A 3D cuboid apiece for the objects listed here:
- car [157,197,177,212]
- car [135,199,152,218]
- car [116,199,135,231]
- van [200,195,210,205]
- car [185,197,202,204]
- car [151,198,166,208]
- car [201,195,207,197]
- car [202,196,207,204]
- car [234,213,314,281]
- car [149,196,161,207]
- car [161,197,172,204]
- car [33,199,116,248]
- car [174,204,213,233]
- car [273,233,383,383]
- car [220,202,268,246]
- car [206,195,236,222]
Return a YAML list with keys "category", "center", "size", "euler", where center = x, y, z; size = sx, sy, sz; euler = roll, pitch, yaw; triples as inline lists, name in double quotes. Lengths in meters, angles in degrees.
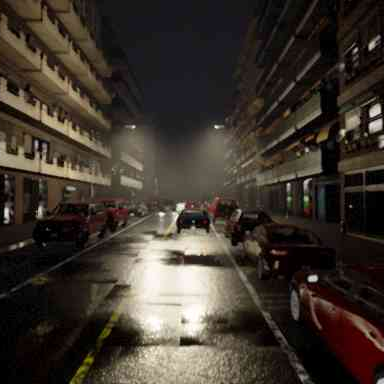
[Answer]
- category: "car"
  center: [-2.805, 1.648, 40.092]
  size: [1.812, 1.442, 4.674]
  euler: [0, 0, 0]
- category: "car"
  center: [-5.341, 1.657, 31.902]
  size: [1.947, 1.339, 4.313]
  euler: [1, 0, 0]
- category: "car"
  center: [-5.319, 1.370, 20.840]
  size: [2.192, 1.841, 5.009]
  euler: [1, 0, 0]
- category: "van"
  center: [2.464, 1.587, 65.042]
  size: [1.690, 1.788, 3.998]
  euler: [1, 0, 0]
- category: "car"
  center: [0.044, 1.694, 42.050]
  size: [1.994, 1.385, 4.181]
  euler: [0, 0, 0]
- category: "car"
  center: [-5.371, 1.731, 54.023]
  size: [1.887, 1.381, 4.507]
  euler: [1, 0, 0]
- category: "car"
  center: [2.472, 1.530, 59.511]
  size: [2.192, 1.841, 5.009]
  euler: [1, 0, 0]
- category: "car"
  center: [2.500, 1.551, 37.385]
  size: [1.967, 1.590, 4.097]
  euler: [1, 0, 0]
- category: "car"
  center: [2.571, 1.568, 9.728]
  size: [1.887, 1.381, 4.507]
  euler: [1, 0, 0]
- category: "car"
  center: [-5.358, 1.475, 48.492]
  size: [2.192, 1.841, 5.009]
  euler: [1, 0, 0]
- category: "car"
  center: [-5.395, 1.861, 70.616]
  size: [1.802, 1.307, 4.206]
  euler: [1, 0, 0]
- category: "car"
  center: [-5.312, 1.354, 15.310]
  size: [2.192, 1.841, 5.009]
  euler: [1, 0, 0]
- category: "car"
  center: [0.070, 1.653, 20.253]
  size: [1.895, 1.301, 4.718]
  euler: [0, 0, 0]
- category: "car"
  center: [2.578, 1.555, 4.198]
  size: [1.887, 1.381, 4.507]
  euler: [1, 0, 0]
- category: "car"
  center: [2.573, 1.478, 15.260]
  size: [1.967, 1.590, 4.097]
  euler: [1, 0, 0]
- category: "car"
  center: [2.519, 1.386, 26.322]
  size: [2.192, 1.841, 5.009]
  euler: [1, 0, 0]
